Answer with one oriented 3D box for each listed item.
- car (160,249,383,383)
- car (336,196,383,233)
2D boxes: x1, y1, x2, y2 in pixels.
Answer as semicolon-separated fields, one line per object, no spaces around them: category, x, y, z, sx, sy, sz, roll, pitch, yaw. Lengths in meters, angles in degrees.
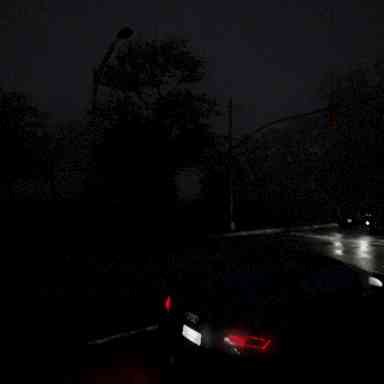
car;1.630;1.580;4.911;4.181;1.385;1.994;0;0;-36
car;11.383;1.304;20.710;5.566;2.045;2.150;0;0;-34
